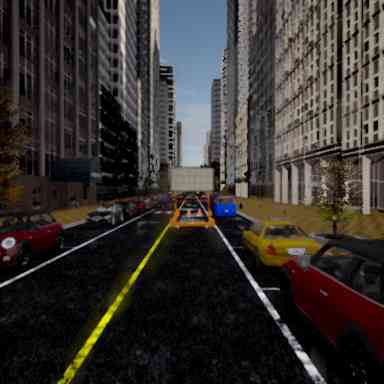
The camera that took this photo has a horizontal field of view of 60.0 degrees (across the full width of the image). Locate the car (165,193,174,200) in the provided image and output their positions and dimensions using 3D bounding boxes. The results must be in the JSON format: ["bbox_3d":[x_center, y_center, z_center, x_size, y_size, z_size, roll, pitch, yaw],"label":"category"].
[{"bbox_3d":[-5.725,1.056,84.602,1.967,1.590,4.097,-1,0,0],"label":"car"}]

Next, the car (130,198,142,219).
[{"bbox_3d":[-5.706,1.440,27.767,1.947,1.339,4.313,-1,0,0],"label":"car"}]

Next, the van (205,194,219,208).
[{"bbox_3d":[2.667,1.139,44.820,1.690,1.788,3.998,-1,0,0],"label":"van"}]

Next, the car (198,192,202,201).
[{"bbox_3d":[2.662,1.245,67.555,2.008,1.369,4.403,-1,0,0],"label":"car"}]

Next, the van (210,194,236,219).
[{"bbox_3d":[2.673,1.216,27.769,1.690,1.788,3.998,-1,0,0],"label":"van"}]

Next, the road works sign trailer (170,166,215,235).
[{"bbox_3d":[0.013,0.382,18.144,2.380,3.560,2.880,0,0,0],"label":"road works sign trailer"}]

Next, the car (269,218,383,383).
[{"bbox_3d":[2.681,1.417,5.035,1.967,1.590,4.097,-1,0,0],"label":"car"}]

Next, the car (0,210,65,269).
[{"bbox_3d":[-5.702,1.391,10.716,1.967,1.590,4.097,-1,0,0],"label":"car"}]

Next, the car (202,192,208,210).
[{"bbox_3d":[2.669,1.138,39.136,2.192,1.841,5.009,-1,0,0],"label":"car"}]

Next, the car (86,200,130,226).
[{"bbox_3d":[-5.704,1.450,22.084,2.008,1.369,4.403,-1,0,0],"label":"car"}]

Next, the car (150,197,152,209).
[{"bbox_3d":[-5.710,1.374,39.134,2.008,1.369,4.403,-1,0,0],"label":"car"}]

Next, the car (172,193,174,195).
[{"bbox_3d":[-5.722,1.224,78.919,1.802,1.307,4.206,-1,0,0],"label":"car"}]

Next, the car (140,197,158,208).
[{"bbox_3d":[-5.711,1.379,44.818,1.802,1.307,4.206,-1,0,0],"label":"car"}]

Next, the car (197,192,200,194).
[{"bbox_3d":[2.652,0.906,90.288,2.192,1.841,5.009,-1,0,0],"label":"car"}]

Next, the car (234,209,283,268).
[{"bbox_3d":[2.680,1.476,10.889,1.752,1.417,4.829,-1,0,0],"label":"car"}]

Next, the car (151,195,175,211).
[{"bbox_3d":[-3.105,1.393,37.858,1.994,1.385,4.181,0,0,0],"label":"car"}]

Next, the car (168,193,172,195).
[{"bbox_3d":[-5.718,1.245,67.552,2.008,1.369,4.403,-1,0,0],"label":"car"}]

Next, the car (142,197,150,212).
[{"bbox_3d":[-5.708,1.393,33.451,1.887,1.381,4.507,-1,0,0],"label":"car"}]
